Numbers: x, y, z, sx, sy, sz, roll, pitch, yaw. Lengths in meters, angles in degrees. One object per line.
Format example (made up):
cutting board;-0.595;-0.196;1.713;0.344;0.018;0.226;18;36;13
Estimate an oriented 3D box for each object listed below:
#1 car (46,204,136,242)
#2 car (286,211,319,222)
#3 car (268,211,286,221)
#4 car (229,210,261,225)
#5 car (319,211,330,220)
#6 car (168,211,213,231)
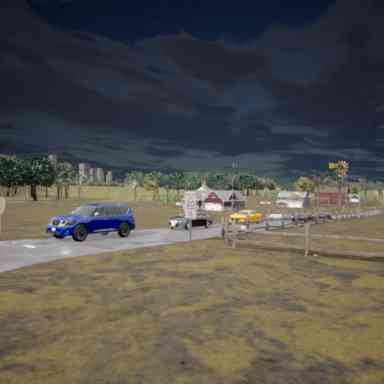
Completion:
car;-5.899;1.766;20.268;2.150;2.045;5.566;1;-2;35
car;14.813;3.284;44.307;2.033;1.411;5.357;1;-2;36
car;12.019;3.278;45.298;1.895;1.301;4.718;1;-2;36
car;5.955;2.770;36.888;1.882;1.535;5.008;1;-2;36
car;20.535;3.651;52.406;2.033;1.411;5.357;1;-2;36
car;-0.049;2.402;28.499;2.128;1.511;4.902;1;-2;36
